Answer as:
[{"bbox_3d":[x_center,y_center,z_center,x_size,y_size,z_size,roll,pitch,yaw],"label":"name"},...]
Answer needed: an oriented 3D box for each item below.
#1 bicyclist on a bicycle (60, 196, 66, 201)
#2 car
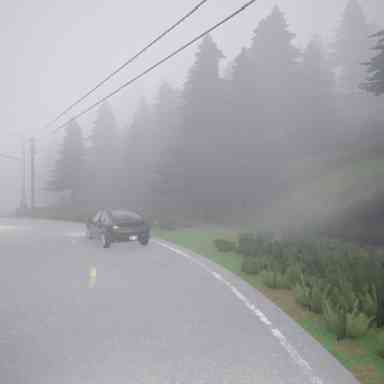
[{"bbox_3d":[-18.089,1.350,46.356,1.656,1.620,0.582,-4,1,-14],"label":"bicyclist on a bicycle"},{"bbox_3d":[-3.426,1.515,14.928,1.837,1.490,4.892,0,0,-29],"label":"car"}]
